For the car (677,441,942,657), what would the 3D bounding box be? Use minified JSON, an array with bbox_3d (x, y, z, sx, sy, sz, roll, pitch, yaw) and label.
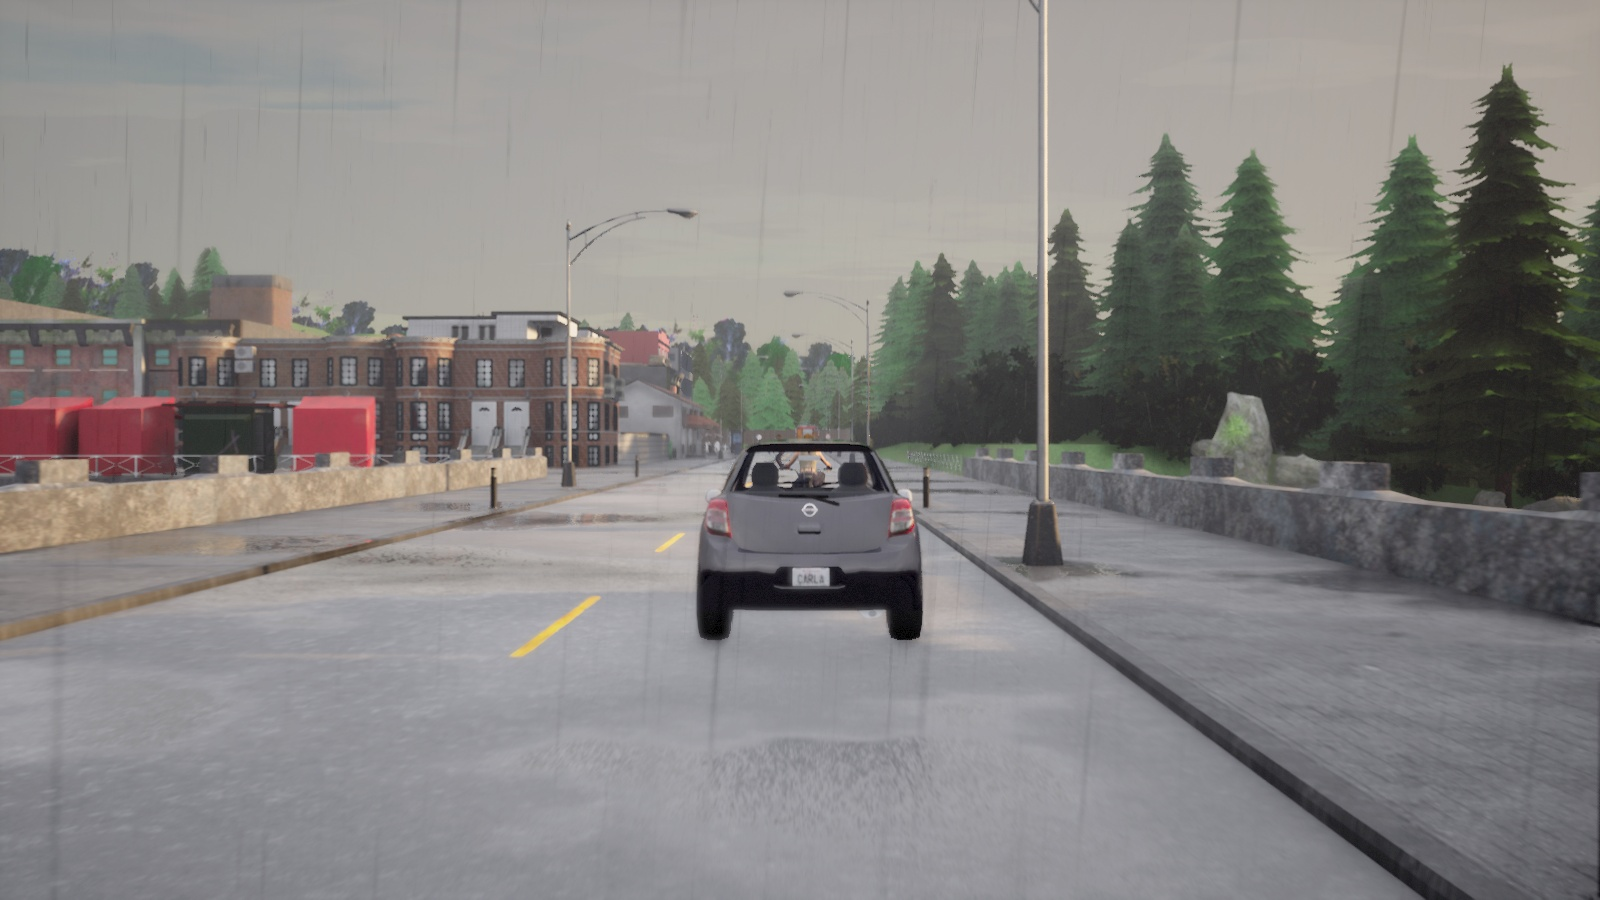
[{"bbox_3d":[0.075,0.678,10.578,1.845,1.501,3.633,0,0,0],"label":"car"}]
